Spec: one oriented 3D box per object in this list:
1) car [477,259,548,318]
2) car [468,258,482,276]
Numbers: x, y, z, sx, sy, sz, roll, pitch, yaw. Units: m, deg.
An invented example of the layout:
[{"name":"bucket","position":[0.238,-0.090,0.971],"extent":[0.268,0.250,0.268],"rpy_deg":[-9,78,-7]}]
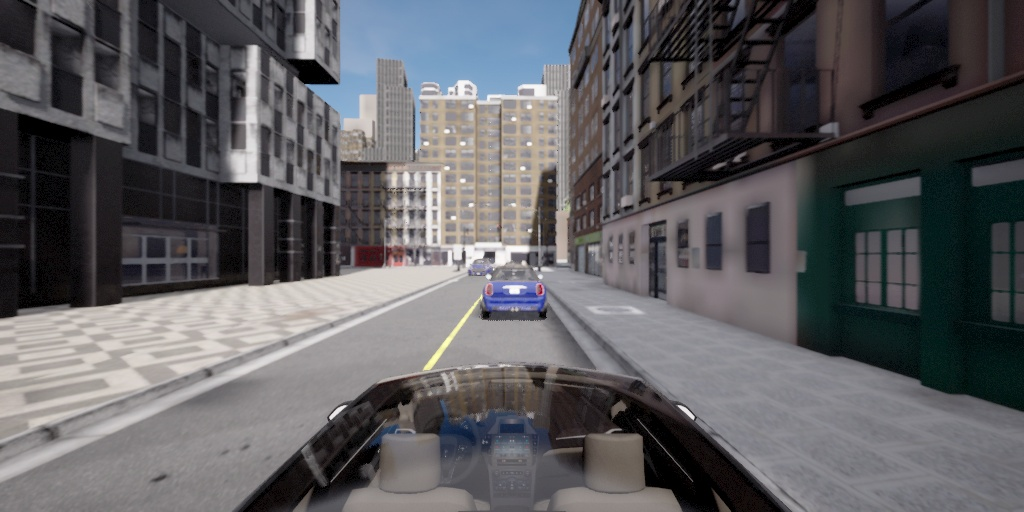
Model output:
[{"name":"car","position":[0.090,1.087,13.129],"extent":[2.097,1.767,4.553],"rpy_deg":[0,0,0]},{"name":"car","position":[-3.065,1.037,35.027],"extent":[2.097,1.767,4.553],"rpy_deg":[0,0,0]}]
